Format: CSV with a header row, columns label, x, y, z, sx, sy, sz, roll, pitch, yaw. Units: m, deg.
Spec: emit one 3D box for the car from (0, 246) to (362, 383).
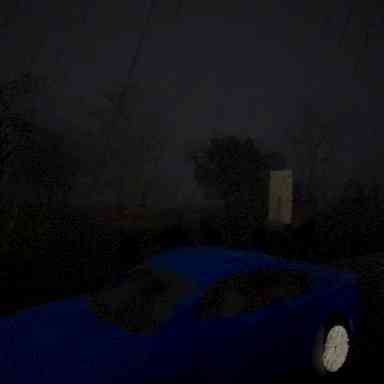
label,x,y,z,sx,sy,sz,roll,pitch,yaw
car,0.080,1.499,4.050,5.008,1.535,1.882,1,0,-36
